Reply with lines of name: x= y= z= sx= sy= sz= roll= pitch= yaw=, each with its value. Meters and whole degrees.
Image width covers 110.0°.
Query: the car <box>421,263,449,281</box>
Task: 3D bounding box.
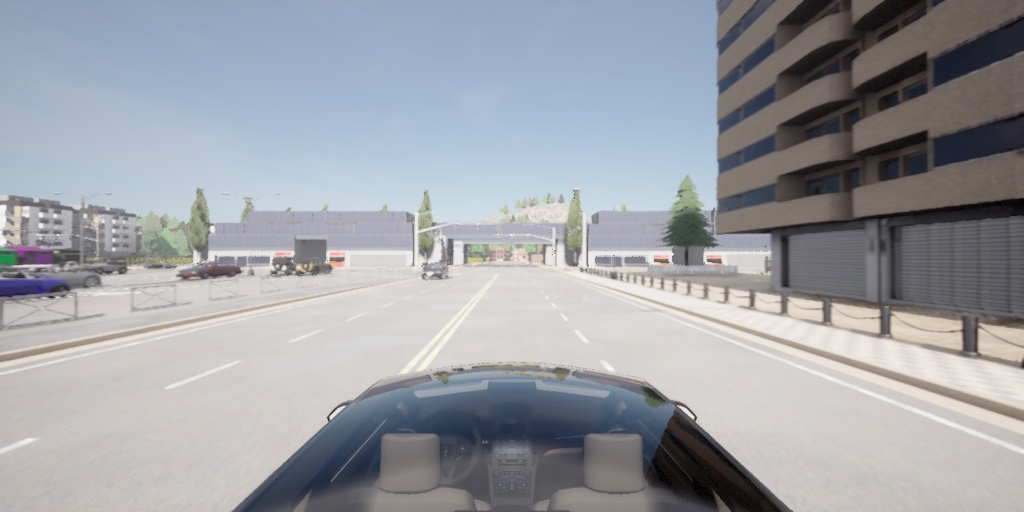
car: x=-6.986 y=1.359 z=32.957 sx=2.128 sy=1.511 sz=4.902 roll=0 pitch=0 yaw=0
